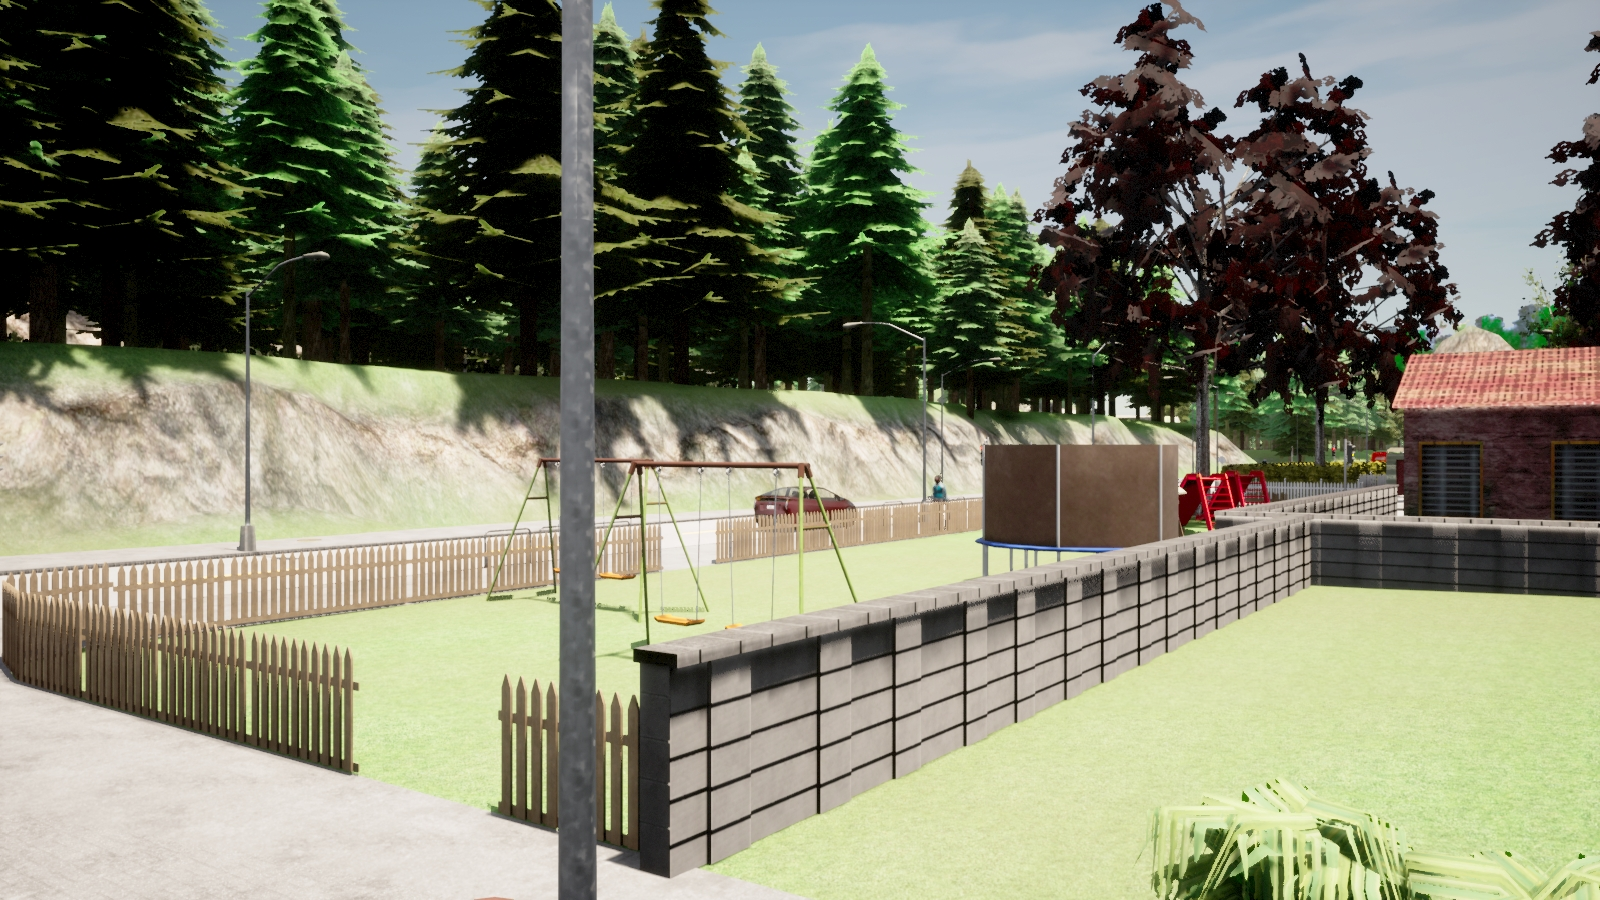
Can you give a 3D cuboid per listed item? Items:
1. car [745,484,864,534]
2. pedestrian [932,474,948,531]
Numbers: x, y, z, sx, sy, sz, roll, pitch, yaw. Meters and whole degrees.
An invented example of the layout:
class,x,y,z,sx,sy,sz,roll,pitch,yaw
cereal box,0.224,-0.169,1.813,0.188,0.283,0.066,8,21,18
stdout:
class,x,y,z,sx,sy,sz,roll,pitch,yaw
car,0.223,2.040,40.660,2.007,1.525,4.514,0,0,35
pedestrian,4.662,1.745,38.025,0.375,1.860,0.375,0,0,35
